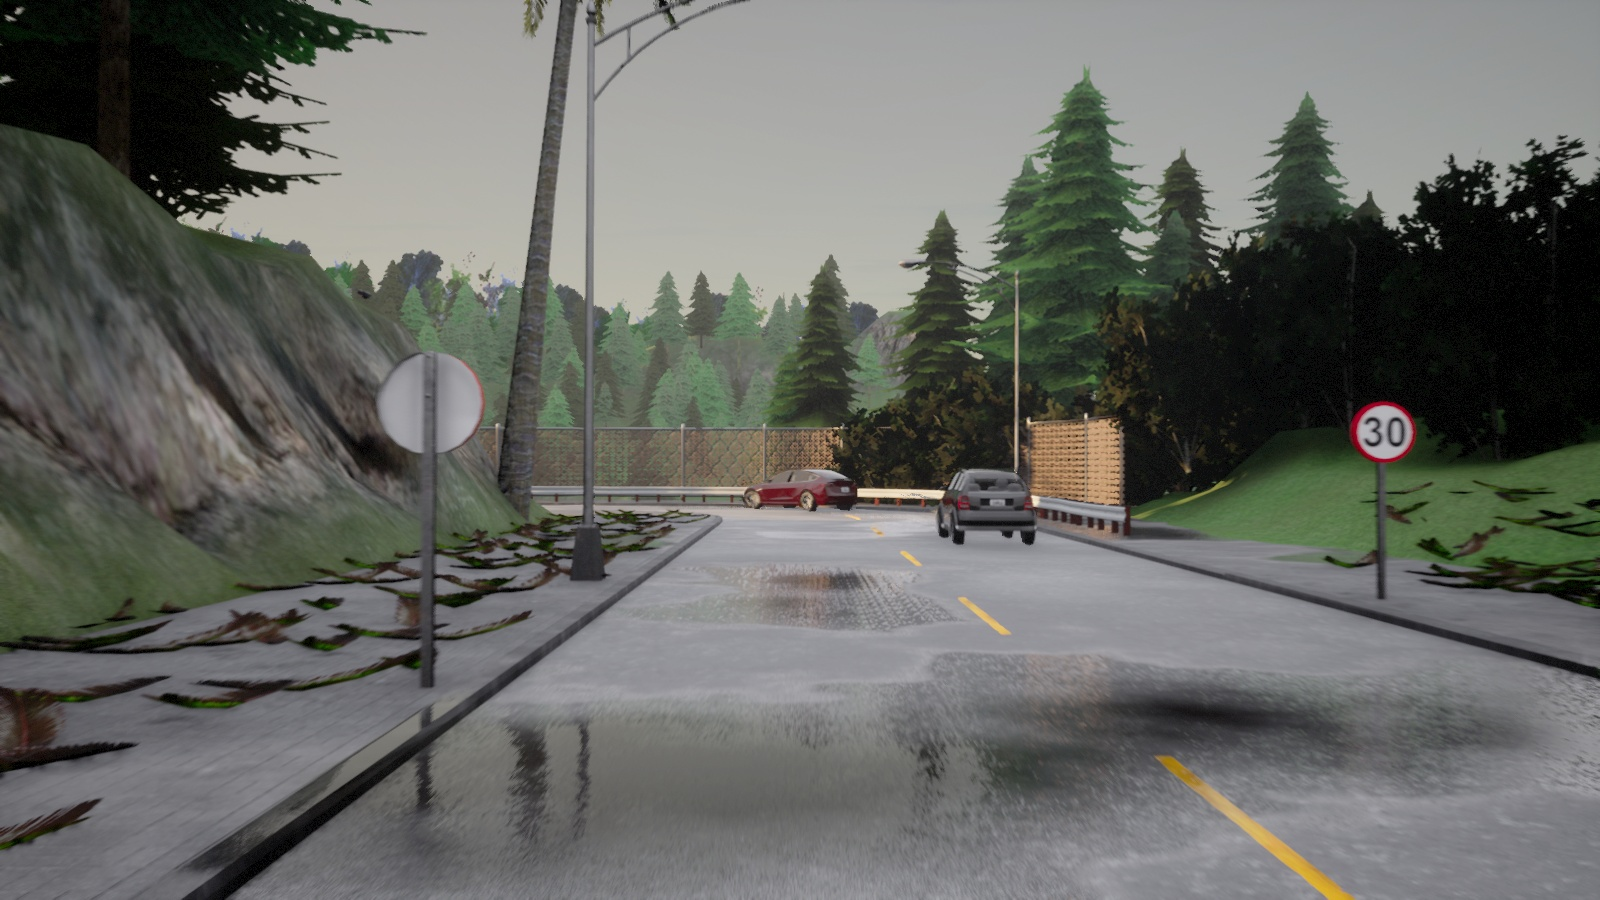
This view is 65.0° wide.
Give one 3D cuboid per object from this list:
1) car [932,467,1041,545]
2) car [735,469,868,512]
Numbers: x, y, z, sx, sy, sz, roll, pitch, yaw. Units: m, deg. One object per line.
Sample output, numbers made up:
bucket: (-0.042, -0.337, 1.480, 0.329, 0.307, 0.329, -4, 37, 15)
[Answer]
car: (3.938, 1.146, 27.068, 1.789, 1.549, 3.705, 0, -1, 0)
car: (-0.009, 1.441, 45.685, 2.163, 1.488, 4.792, 1, -1, -42)
